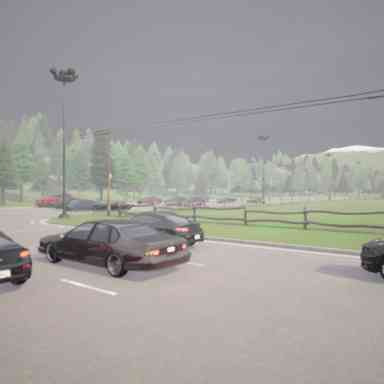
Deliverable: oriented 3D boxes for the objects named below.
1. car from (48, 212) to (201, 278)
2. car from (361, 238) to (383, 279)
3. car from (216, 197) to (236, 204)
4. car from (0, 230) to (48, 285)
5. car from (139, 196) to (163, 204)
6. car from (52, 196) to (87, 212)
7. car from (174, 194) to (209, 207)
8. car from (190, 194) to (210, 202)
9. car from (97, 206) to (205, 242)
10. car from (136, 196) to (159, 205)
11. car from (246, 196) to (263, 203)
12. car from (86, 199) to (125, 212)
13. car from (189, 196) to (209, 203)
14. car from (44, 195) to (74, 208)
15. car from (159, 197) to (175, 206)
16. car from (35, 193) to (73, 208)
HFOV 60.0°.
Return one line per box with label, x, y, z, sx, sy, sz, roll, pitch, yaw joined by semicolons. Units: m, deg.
car;-2.564;1.545;10.190;5.357;1.411;2.033;0;0;37
car;6.719;1.478;7.748;5.008;1.535;1.882;0;0;37
car;6.579;1.590;64.204;1.895;1.301;4.718;0;0;38
car;-5.727;1.523;8.187;4.674;1.442;1.812;0;0;36
car;-7.709;1.511;62.739;1.812;1.442;4.674;0;0;37
car;-12.841;1.536;38.469;2.033;1.411;5.357;0;0;36
car;0.031;1.490;49.820;1.837;1.490;4.892;0;2;37
car;1.850;1.331;75.278;2.097;1.767;4.553;0;0;37
car;-1.647;1.523;13.876;4.674;1.442;1.812;0;0;36
car;-7.594;1.550;57.131;1.994;1.385;4.181;0;0;37
car;12.441;1.555;66.107;1.994;1.385;4.181;0;0;38
car;-9.126;1.591;37.624;1.895;1.301;4.718;0;0;36
car;1.499;1.542;69.014;1.994;1.385;4.181;0;0;37
car;-16.797;1.491;44.905;1.837;1.490;4.892;0;0;36
car;-2.394;1.494;52.412;1.837;1.490;4.892;0;0;37
car;-19.351;1.207;47.345;2.150;2.045;5.566;0;0;37
